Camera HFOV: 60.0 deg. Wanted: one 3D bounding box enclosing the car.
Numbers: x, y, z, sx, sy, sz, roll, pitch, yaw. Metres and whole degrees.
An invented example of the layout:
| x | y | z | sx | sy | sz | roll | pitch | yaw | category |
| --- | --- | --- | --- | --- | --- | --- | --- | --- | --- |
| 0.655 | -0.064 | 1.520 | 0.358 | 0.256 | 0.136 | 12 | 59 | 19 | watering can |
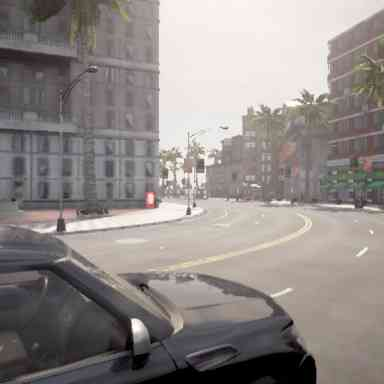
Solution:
| x | y | z | sx | sy | sz | roll | pitch | yaw | category |
| --- | --- | --- | --- | --- | --- | --- | --- | --- | --- |
| -1.586 | 1.228 | 2.147 | 5.566 | 2.045 | 2.150 | 0 | 0 | -35 | car |
